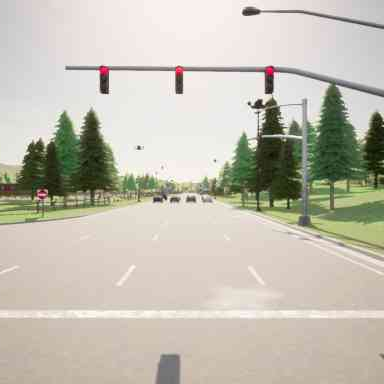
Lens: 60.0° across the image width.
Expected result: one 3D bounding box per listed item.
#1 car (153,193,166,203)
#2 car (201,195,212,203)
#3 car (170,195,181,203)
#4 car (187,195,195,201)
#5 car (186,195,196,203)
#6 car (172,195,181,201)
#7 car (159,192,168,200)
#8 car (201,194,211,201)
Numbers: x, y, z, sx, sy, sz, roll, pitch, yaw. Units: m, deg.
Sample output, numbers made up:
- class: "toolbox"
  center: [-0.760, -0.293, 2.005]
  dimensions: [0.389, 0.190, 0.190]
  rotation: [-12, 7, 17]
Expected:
- class: "car"
  center: [-7.163, 1.469, 70.350]
  dimensions: [1.882, 1.535, 5.008]
  rotation: [0, 0, 0]
- class: "car"
  center: [3.336, 1.516, 70.791]
  dimensions: [1.812, 1.442, 4.674]
  rotation: [0, 0, 0]
- class: "car"
  center: [-3.663, 1.492, 70.358]
  dimensions: [1.837, 1.490, 4.892]
  rotation: [0, 0, 0]
- class: "car"
  center: [-0.187, 1.385, 80.786]
  dimensions: [1.994, 1.385, 4.181]
  rotation: [0, 0, 0]
- class: "car"
  center: [-0.164, 1.346, 70.720]
  dimensions: [2.097, 1.767, 4.553]
  rotation: [0, 0, 0]
- class: "car"
  center: [-3.687, 1.427, 80.808]
  dimensions: [1.895, 1.301, 4.718]
  rotation: [0, 0, 0]
- class: "car"
  center: [-7.187, 1.057, 80.800]
  dimensions: [2.150, 2.045, 5.566]
  rotation: [0, 0, 0]
- class: "car"
  center: [3.313, 1.357, 80.794]
  dimensions: [2.128, 1.511, 4.902]
  rotation: [0, 0, 0]
